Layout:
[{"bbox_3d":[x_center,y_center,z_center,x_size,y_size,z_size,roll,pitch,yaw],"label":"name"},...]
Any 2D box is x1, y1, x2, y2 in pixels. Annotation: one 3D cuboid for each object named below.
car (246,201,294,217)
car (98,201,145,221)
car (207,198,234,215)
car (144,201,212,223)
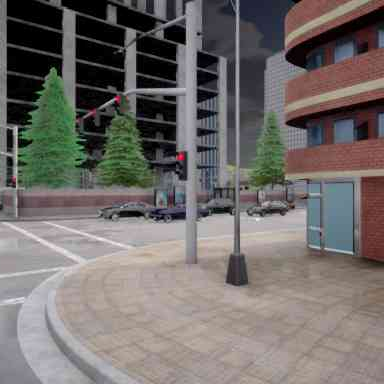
[{"bbox_3d":[7.360,1.581,32.243,4.674,1.442,1.812,0,0,-35],"label":"car"},{"bbox_3d":[-5.285,1.547,27.596,4.902,1.511,2.128,0,0,-35],"label":"car"},{"bbox_3d":[2.202,1.407,32.889,4.553,1.767,2.097,0,0,-35],"label":"car"},{"bbox_3d":[-1.023,1.656,26.323,4.718,1.301,1.895,0,0,-35],"label":"car"}]
